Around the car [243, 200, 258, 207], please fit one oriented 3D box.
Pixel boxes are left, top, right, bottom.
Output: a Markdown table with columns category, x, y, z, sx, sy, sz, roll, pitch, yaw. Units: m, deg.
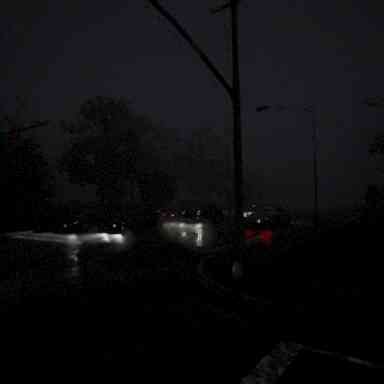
| category | x | y | z | sx | sy | sz | roll | pitch | yaw |
| --- | --- | --- | --- | --- | --- | --- | --- | --- | --- |
| car | 9.186 | 1.958 | 49.491 | 2.097 | 1.767 | 4.553 | -2 | -1 | 33 |

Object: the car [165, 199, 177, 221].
| category | x | y | z | sx | sy | sz | roll | pitch | yaw |
| --- | --- | --- | --- | --- | --- | --- | --- | --- | --- |
| car | -1.190 | 1.736 | 33.127 | 2.150 | 2.045 | 5.566 | -2 | -1 | 32 |

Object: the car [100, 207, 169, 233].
| category | x | y | z | sx | sy | sz | roll | pitch | yaw |
| --- | --- | --- | --- | --- | --- | --- | --- | --- | --- |
| car | -3.810 | 1.962 | 22.664 | 1.994 | 1.385 | 4.181 | -2 | -1 | 34 |

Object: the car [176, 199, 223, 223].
| category | x | y | z | sx | sy | sz | roll | pitch | yaw |
| --- | --- | --- | --- | --- | --- | --- | --- | --- | --- |
| car | 0.949 | 1.763 | 29.970 | 2.097 | 1.767 | 4.553 | -2 | -1 | 33 |

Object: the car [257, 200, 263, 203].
| category | x | y | z | sx | sy | sz | roll | pitch | yaw |
| --- | --- | --- | --- | --- | --- | --- | --- | --- | --- |
| car | 11.094 | 2.057 | 45.967 | 1.994 | 1.385 | 4.181 | -2 | -2 | 33 |

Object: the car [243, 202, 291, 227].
| category | x | y | z | sx | sy | sz | roll | pitch | yaw |
| --- | --- | --- | --- | --- | --- | --- | --- | --- | --- |
| car | 5.746 | 1.726 | 24.312 | 1.812 | 1.442 | 4.674 | -2 | -1 | 33 |

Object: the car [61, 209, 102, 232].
| category | x | y | z | sx | sy | sz | roll | pitch | yaw |
| --- | --- | --- | --- | --- | --- | --- | --- | --- | --- |
| car | -7.046 | 2.005 | 24.136 | 1.837 | 1.490 | 4.892 | -2 | -1 | 35 |
